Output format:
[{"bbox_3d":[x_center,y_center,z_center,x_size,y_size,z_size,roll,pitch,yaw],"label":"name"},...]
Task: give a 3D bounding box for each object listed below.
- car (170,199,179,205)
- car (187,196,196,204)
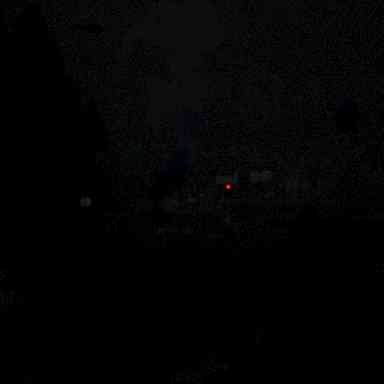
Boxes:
[{"bbox_3d":[-4.024,2.369,77.487,1.812,1.442,4.674,0,-1,0],"label":"car"},{"bbox_3d":[-0.025,1.908,79.681,2.150,2.045,5.566,0,-1,0],"label":"car"}]
